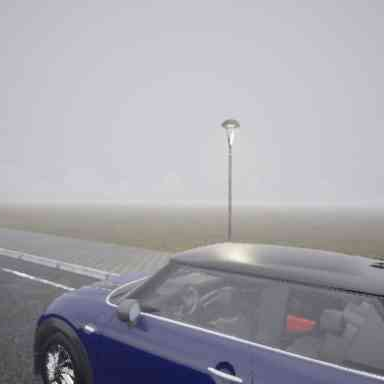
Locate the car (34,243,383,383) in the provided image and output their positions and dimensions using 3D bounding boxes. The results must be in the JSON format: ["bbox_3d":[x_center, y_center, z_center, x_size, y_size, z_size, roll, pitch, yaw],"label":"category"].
[{"bbox_3d":[0.367,1.342,3.451,4.553,1.767,2.097,0,0,36],"label":"car"}]
